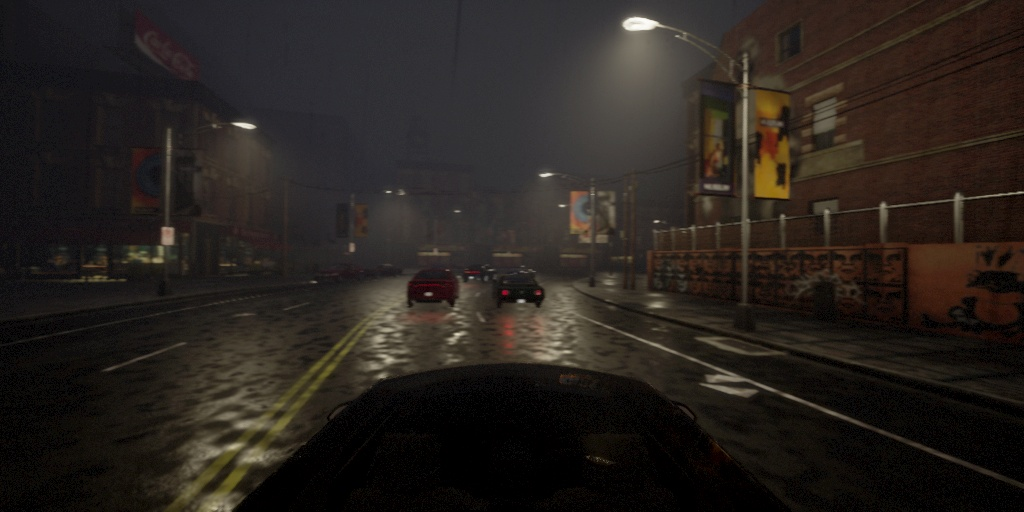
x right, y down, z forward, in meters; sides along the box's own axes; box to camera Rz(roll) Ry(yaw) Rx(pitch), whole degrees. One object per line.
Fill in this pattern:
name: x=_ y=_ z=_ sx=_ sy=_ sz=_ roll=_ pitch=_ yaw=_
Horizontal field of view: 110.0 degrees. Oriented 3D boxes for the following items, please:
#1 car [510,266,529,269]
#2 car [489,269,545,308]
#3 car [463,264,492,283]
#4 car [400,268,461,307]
car: x=0.711 y=1.509 z=29.186 sx=2.033 sy=1.411 sz=5.357 roll=1 pitch=0 yaw=11
car: x=0.131 y=1.457 z=15.987 sx=1.895 sy=1.301 sz=4.718 roll=1 pitch=0 yaw=-6
car: x=-2.643 y=1.433 z=30.159 sx=1.837 sy=1.490 sz=4.892 roll=1 pitch=0 yaw=12
car: x=-3.359 y=1.289 z=15.955 sx=1.882 sy=1.535 sz=5.008 roll=1 pitch=0 yaw=-5
